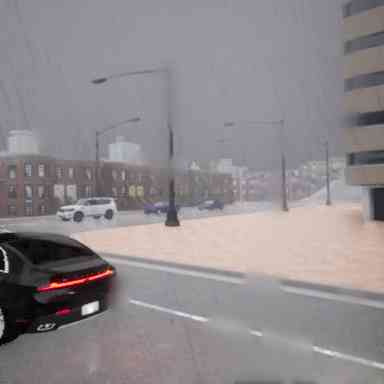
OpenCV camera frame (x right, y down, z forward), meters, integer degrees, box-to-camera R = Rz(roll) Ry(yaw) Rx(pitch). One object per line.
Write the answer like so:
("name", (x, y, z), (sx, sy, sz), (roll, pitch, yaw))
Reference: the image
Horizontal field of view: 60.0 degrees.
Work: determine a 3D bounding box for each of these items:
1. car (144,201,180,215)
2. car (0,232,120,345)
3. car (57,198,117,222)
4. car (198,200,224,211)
("car", (-3.426, 1.814, 38.487), (1.882, 1.535, 5.008), (-2, -1, 37))
("car", (-3.530, 1.553, 6.509), (4.892, 1.490, 1.837), (-1, 0, 36))
("car", (-9.458, 1.563, 30.451), (2.150, 2.045, 5.566), (-2, -1, 37))
("car", (2.755, 1.856, 46.711), (1.812, 1.442, 4.674), (-2, -1, 37))
